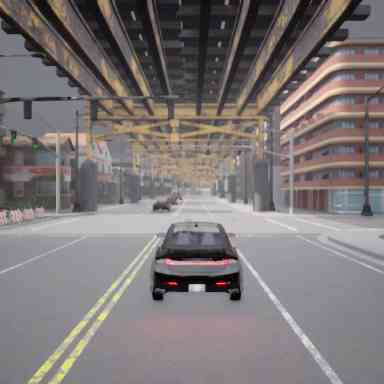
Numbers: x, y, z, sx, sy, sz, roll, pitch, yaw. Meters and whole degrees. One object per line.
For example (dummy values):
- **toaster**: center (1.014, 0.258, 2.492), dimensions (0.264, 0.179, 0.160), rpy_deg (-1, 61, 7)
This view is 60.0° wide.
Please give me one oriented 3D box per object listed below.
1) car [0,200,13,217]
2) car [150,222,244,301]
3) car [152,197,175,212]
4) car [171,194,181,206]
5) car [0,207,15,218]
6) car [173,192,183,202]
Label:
- **car**: center (-16.709, 1.284, 26.001), dimensions (4.536, 1.218, 1.853), rpy_deg (0, 0, -20)
- **car**: center (0.105, 1.488, 8.321), dimensions (2.128, 1.511, 4.902), rpy_deg (0, 0, 0)
- **car**: center (-3.450, 1.585, 38.773), dimensions (1.895, 1.301, 4.718), rpy_deg (0, 0, 1)
- **car**: center (-3.362, 1.518, 55.129), dimensions (2.033, 1.411, 5.357), rpy_deg (0, 0, 0)
- **car**: center (-16.660, 1.442, 26.019), dimensions (4.974, 1.542, 2.038), rpy_deg (0, 0, -20)
- **car**: center (-3.217, 0.985, 71.328), dimensions (2.150, 2.045, 5.566), rpy_deg (0, 0, 0)
